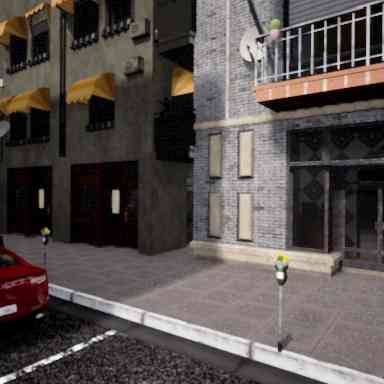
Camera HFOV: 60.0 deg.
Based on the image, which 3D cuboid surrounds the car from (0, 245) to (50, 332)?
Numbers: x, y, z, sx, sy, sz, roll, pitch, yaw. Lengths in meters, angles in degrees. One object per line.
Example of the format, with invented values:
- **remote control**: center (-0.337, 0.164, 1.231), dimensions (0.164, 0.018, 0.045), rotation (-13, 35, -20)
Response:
- **car**: center (-4.422, 1.540, 6.028), dimensions (4.507, 1.381, 1.887), rotation (0, 1, 36)
